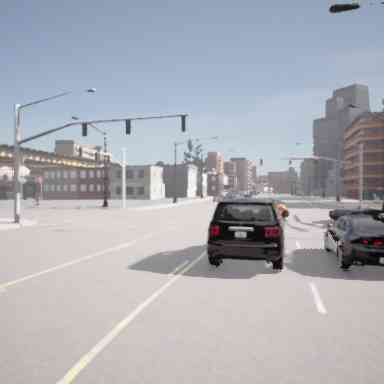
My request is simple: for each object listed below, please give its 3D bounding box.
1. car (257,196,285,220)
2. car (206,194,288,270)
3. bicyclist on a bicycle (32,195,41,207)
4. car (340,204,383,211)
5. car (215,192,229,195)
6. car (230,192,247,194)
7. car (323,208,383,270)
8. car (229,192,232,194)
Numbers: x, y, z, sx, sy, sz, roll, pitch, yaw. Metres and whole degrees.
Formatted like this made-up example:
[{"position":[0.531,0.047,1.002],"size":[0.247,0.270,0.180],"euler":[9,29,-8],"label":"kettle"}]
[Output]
[{"position":[6.872,1.310,28.565],"size":[2.097,1.767,4.553],"euler":[0,0,17],"label":"car"},{"position":[2.026,1.214,11.293],"size":[2.150,2.045,5.566],"euler":[0,0,16],"label":"car"},{"position":[-21.340,1.278,45.647],"size":[0.582,1.620,1.656],"euler":[0,0,13],"label":"bicyclist on a bicycle"},{"position":[12.355,1.569,24.661],"size":[4.718,1.301,1.895],"euler":[0,0,-34],"label":"car"},{"position":[5.057,1.136,62.444],"size":[2.128,1.511,4.902],"euler":[0,1,15],"label":"car"},{"position":[8.427,1.247,61.483],"size":[1.895,1.301,4.718],"euler":[0,1,15],"label":"car"},{"position":[5.524,1.498,10.789],"size":[1.837,1.490,4.892],"euler":[0,0,14],"label":"car"},{"position":[9.193,0.691,78.219],"size":[2.097,1.767,4.553],"euler":[0,1,15],"label":"car"}]
